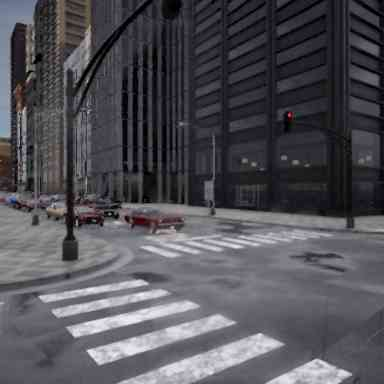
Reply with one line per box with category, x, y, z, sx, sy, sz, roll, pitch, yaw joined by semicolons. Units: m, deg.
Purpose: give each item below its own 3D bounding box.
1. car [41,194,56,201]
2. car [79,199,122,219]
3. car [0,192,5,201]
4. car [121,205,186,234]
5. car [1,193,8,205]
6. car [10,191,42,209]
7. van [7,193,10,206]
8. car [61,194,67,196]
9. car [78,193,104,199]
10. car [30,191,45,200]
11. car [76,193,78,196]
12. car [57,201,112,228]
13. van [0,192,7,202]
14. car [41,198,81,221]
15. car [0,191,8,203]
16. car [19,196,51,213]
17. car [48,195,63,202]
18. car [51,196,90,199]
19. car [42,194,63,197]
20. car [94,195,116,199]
car;-29.581;1.153;68.497;1.887;1.381;4.507;1;0;-35
car;-7.492;1.519;27.326;1.994;1.385;4.181;0;0;-35
car;-39.789;0.891;68.162;2.192;1.841;5.009;1;0;-35
car;-2.295;1.610;19.942;1.895;1.301;4.718;0;0;-34
car;-26.788;1.307;49.802;2.008;1.369;4.403;1;0;-35
car;-20.283;1.154;40.622;2.192;1.841;5.009;1;0;-35
van;-23.534;1.140;45.212;1.690;1.788;3.998;1;0;-35
car;-19.959;1.125;50.453;2.097;1.767;4.553;0;0;-36
car;-13.324;1.141;45.548;2.192;1.841;5.009;1;0;-35
car;-36.080;0.831;77.676;2.192;1.841;5.009;1;0;-35
car;-19.826;1.059;54.727;2.192;1.841;5.009;1;0;-35
car;-7.280;1.530;22.261;1.887;1.381;4.507;0;0;-35
van;-36.538;0.963;63.572;1.690;1.788;3.998;1;0;-35
car;-10.434;1.477;26.713;1.752;1.417;4.829;0;0;-35
car;-33.288;1.107;58.982;1.967;1.590;4.097;1;0;-35
car;-17.034;1.423;36.031;1.887;1.381;4.507;1;0;-35
car;-26.330;1.236;63.908;1.802;1.307;4.206;1;0;-35
car;-12.902;1.443;34.968;2.033;1.411;5.357;0;0;-36
car;-18.594;1.354;43.050;1.812;1.442;4.674;0;0;-35
car;-10.076;1.431;40.958;1.947;1.339;4.313;1;0;-35
